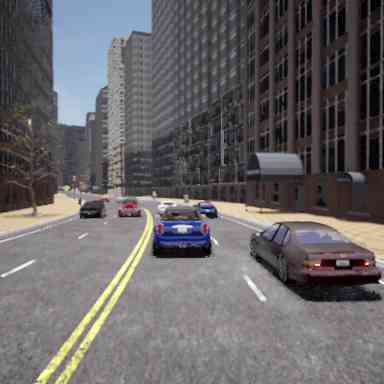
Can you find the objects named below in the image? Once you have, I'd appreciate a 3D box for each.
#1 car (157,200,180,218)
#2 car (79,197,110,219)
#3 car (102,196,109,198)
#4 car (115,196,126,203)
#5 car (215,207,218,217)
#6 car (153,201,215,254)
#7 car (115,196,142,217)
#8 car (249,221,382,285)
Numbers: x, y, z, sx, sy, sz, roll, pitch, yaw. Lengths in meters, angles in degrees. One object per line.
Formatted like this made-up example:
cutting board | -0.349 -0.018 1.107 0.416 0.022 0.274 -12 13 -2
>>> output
car | -2.316 1.540 31.372 1.812 1.442 4.674 0 0 -8
car | -8.883 1.519 30.047 1.882 1.535 5.008 0 0 -8
car | -18.398 1.589 70.253 1.895 1.301 4.718 0 0 -19
car | -15.336 1.562 71.341 1.895 1.301 4.718 0 0 -19
car | 1.062 1.564 30.641 1.994 1.385 4.181 0 0 -8
car | -0.468 1.358 13.763 2.097 1.767 4.553 0 0 -4
car | -5.774 1.380 31.182 2.097 1.767 4.553 0 0 -9
car | 3.062 1.544 9.522 2.033 1.411 5.357 0 0 -3
